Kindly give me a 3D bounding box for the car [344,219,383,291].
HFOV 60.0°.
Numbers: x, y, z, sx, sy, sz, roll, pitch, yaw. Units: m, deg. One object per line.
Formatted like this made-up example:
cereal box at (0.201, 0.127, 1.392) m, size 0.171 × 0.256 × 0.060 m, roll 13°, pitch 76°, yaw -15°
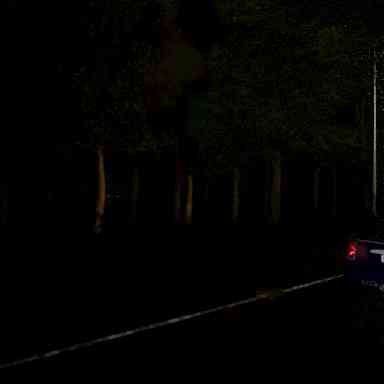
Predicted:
car at (5.580, 1.334, 7.723) m, size 4.553 × 1.767 × 2.097 m, roll 0°, pitch 0°, yaw -36°
